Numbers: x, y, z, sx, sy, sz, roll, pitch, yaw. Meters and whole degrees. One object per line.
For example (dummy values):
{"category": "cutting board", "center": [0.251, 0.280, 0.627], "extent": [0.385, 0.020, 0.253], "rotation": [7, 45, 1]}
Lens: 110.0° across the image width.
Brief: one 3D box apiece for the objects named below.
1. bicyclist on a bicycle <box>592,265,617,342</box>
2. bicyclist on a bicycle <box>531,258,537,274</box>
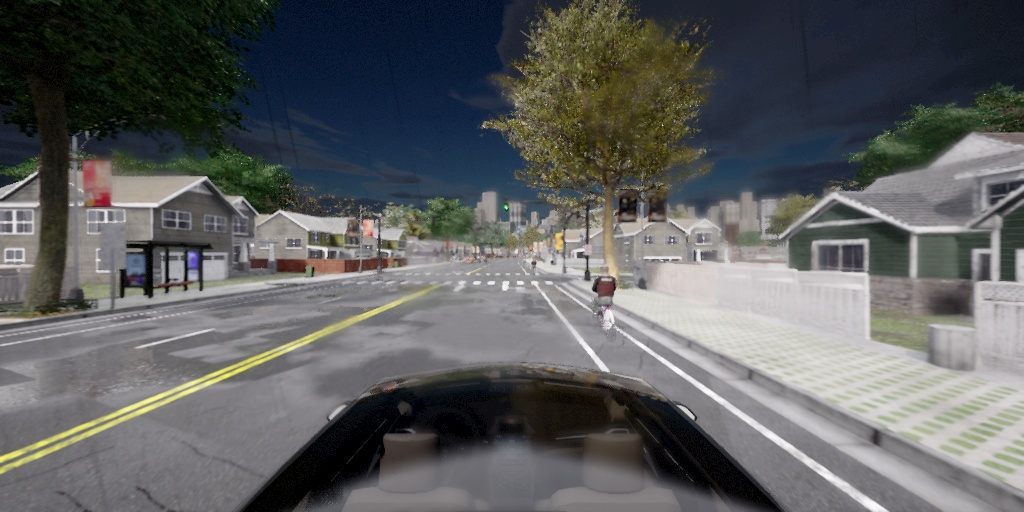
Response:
{"category": "bicyclist on a bicycle", "center": [2.249, 1.113, 8.906], "extent": [0.659, 1.776, 1.843], "rotation": [0, 0, 0]}
{"category": "bicyclist on a bicycle", "center": [2.262, 1.073, 36.898], "extent": [0.659, 1.776, 1.843], "rotation": [0, 0, 0]}
